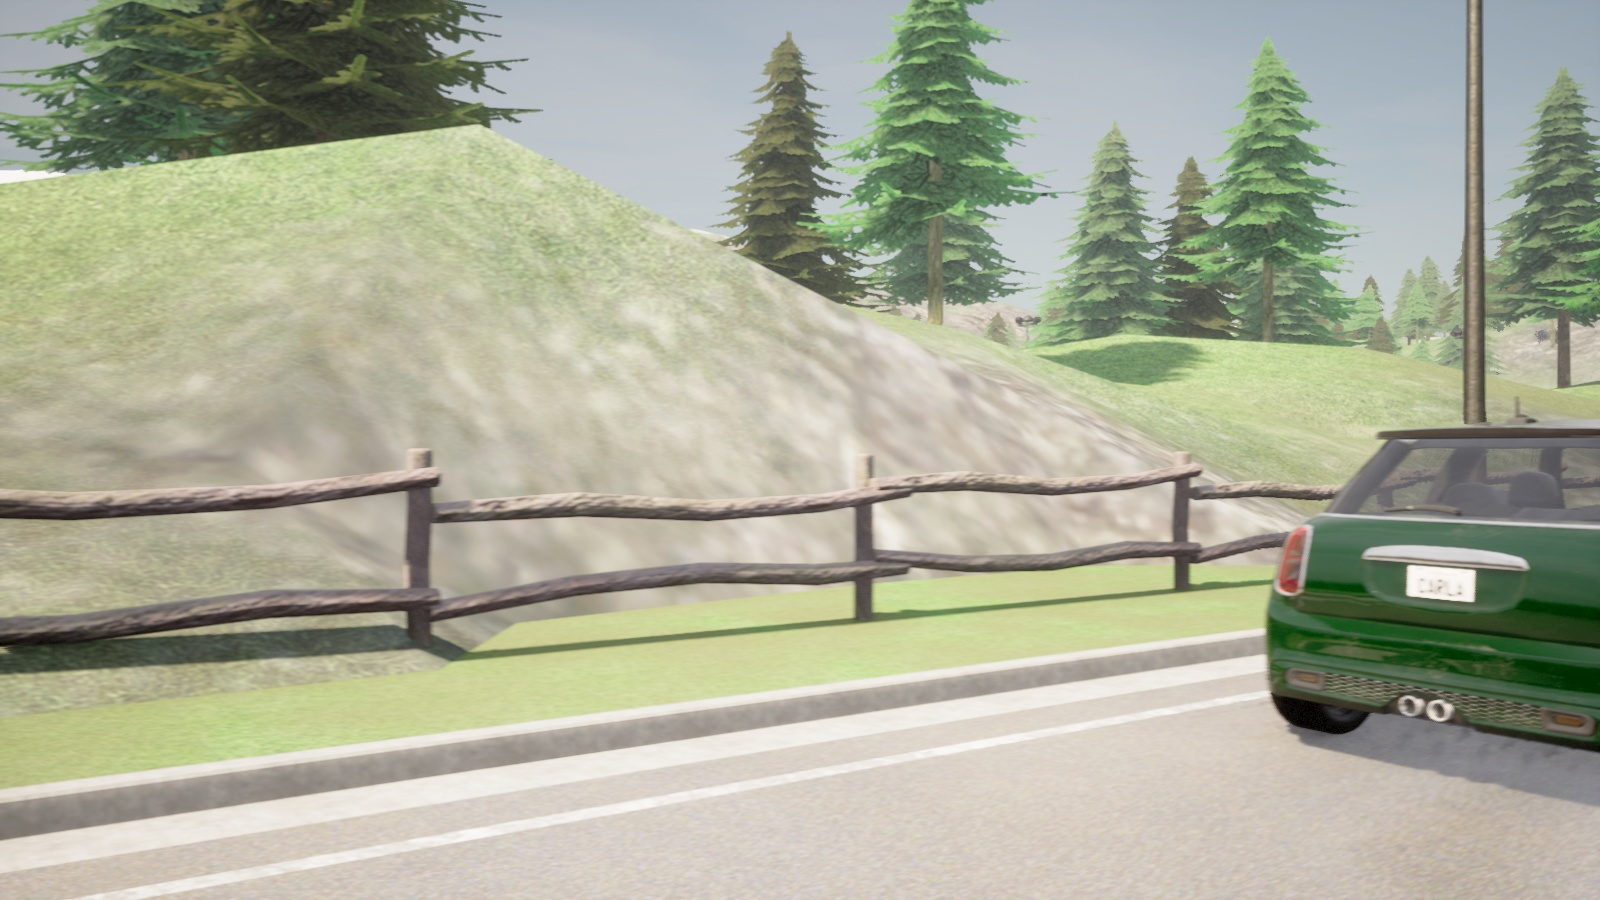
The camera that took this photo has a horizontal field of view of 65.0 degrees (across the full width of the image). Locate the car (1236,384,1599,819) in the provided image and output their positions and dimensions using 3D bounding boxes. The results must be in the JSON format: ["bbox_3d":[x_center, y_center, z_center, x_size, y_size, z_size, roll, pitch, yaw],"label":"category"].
[{"bbox_3d":[4.730,0.611,6.952,4.553,1.767,2.097,0,0,-35],"label":"car"}]
